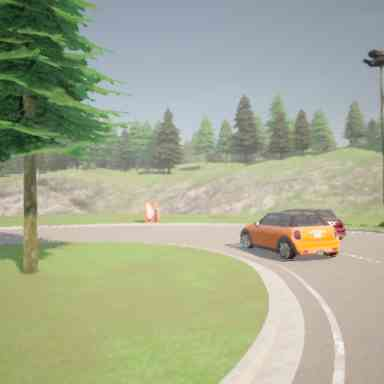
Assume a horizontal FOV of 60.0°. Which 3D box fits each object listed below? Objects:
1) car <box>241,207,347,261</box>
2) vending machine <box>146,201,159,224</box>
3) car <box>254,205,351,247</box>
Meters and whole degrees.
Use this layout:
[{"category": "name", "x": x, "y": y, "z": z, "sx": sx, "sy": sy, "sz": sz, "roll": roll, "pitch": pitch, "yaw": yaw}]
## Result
[{"category": "car", "x": 3.766, "y": 1.591, "z": 13.694, "sx": 2.097, "sy": 1.767, "sz": 4.553, "roll": -1, "pitch": -1, "yaw": -18}, {"category": "vending machine", "x": -3.672, "y": 1.931, "z": 31.060, "sx": 0.880, "sy": 2.100, "sz": 1.100, "roll": -1, "pitch": -1, "yaw": 7}, {"category": "car", "x": 5.623, "y": 1.643, "z": 17.578, "sx": 2.097, "sy": 1.767, "sz": 4.553, "roll": -1, "pitch": -1, "yaw": -31}]
